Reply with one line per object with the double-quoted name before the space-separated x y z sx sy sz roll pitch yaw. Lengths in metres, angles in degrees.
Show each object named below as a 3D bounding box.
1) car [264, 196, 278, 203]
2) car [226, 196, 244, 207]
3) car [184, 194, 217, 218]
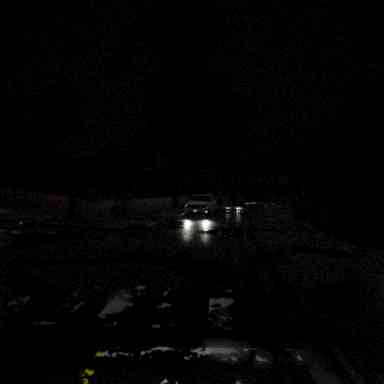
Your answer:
"car" 16.901 1.644 70.694 1.812 1.442 4.674 0 -1 30
"car" 6.317 1.421 48.193 1.837 1.490 4.892 -1 0 20
"car" 0.846 1.172 29.862 2.150 2.045 5.566 0 0 12
